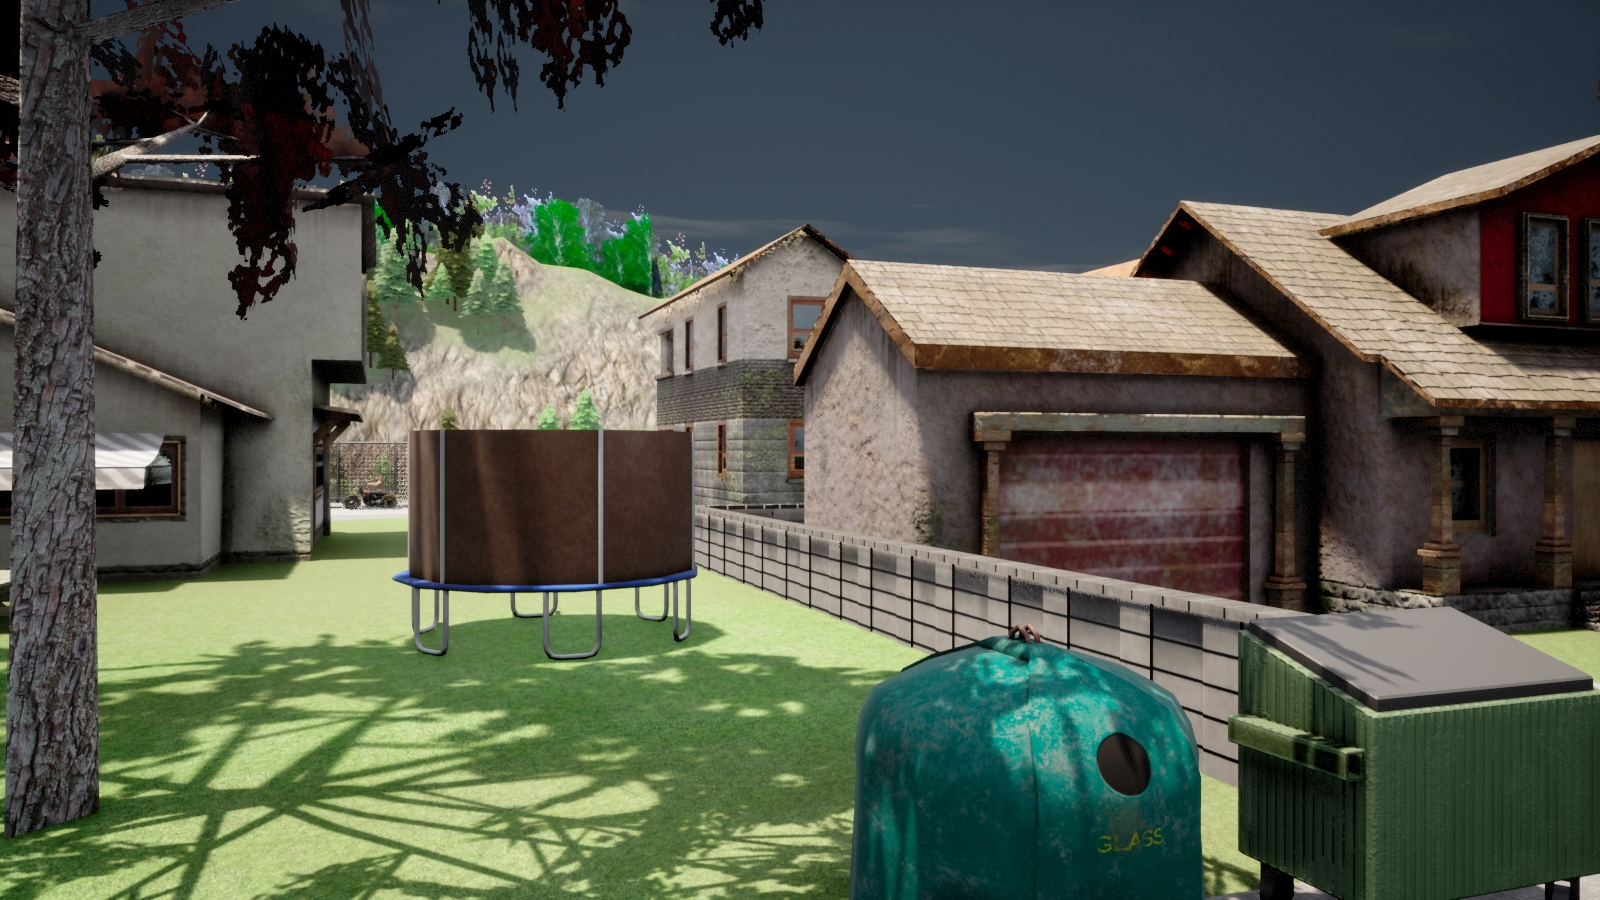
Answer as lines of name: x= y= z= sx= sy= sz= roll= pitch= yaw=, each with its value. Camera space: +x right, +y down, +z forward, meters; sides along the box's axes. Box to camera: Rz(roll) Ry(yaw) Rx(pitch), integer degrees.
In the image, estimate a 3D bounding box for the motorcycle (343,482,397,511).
motorcycle: x=-20.098 y=2.155 z=53.472 sx=2.356 sy=1.307 sz=0.764 roll=0 pitch=0 yaw=-20
